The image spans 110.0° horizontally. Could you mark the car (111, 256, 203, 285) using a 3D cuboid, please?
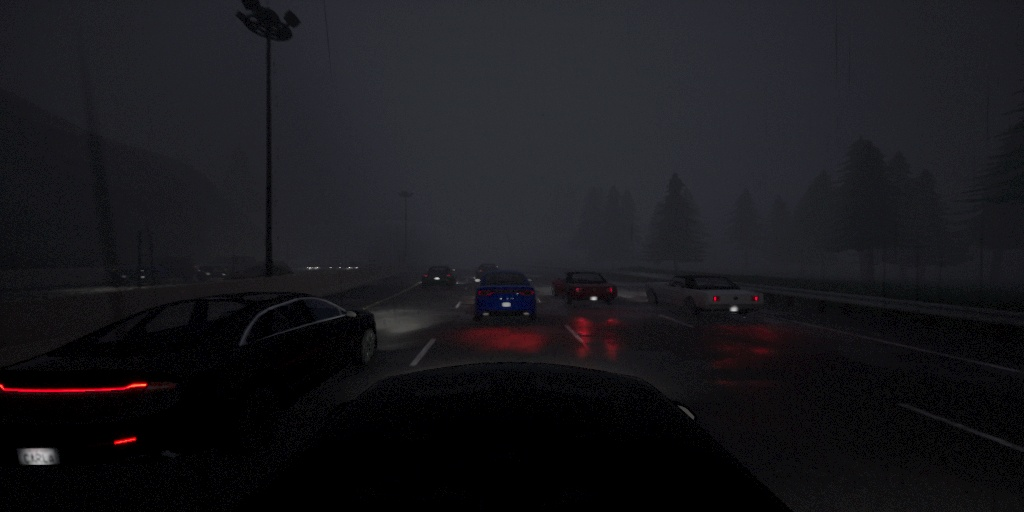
[{"bbox_3d":[-26.460,1.007,26.816,2.150,2.045,5.566,0,0,-8],"label":"car"}]

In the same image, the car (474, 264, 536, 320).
[{"bbox_3d":[-0.296,1.228,12.672,1.882,1.535,5.008,0,0,-3],"label":"car"}]

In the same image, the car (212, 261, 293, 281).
[{"bbox_3d":[-15.278,1.248,21.800,1.882,1.535,5.008,0,0,-6],"label":"car"}]

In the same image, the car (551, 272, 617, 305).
[{"bbox_3d":[3.011,1.347,16.060,1.895,1.301,4.718,0,0,-4],"label":"car"}]

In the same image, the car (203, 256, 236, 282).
[{"bbox_3d":[-23.366,1.003,29.818,2.150,2.045,5.566,0,0,-9],"label":"car"}]

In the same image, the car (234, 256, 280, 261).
[{"bbox_3d":[-19.721,1.129,28.914,2.097,1.767,4.553,0,0,-9],"label":"car"}]

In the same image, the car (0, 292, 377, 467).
[{"bbox_3d":[-3.493,1.246,5.040,2.128,1.511,4.902,0,0,-1],"label":"car"}]

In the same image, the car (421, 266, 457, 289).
[{"bbox_3d":[-4.724,1.320,23.539,1.994,1.385,4.181,0,0,-6],"label":"car"}]

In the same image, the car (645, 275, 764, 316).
[{"bbox_3d":[6.692,1.342,13.227,1.895,1.301,4.718,0,0,-3],"label":"car"}]
